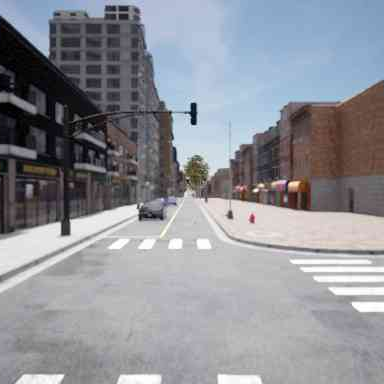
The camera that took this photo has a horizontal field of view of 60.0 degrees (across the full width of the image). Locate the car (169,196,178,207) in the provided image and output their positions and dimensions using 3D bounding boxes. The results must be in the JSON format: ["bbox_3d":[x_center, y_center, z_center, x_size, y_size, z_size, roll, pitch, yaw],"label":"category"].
[{"bbox_3d":[-3.121,1.356,48.689,1.812,1.442,4.674,0,0,0],"label":"car"}]

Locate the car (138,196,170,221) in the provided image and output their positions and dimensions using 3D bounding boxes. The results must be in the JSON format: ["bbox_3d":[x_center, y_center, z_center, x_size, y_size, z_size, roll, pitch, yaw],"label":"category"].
[{"bbox_3d":[-3.017,1.358,26.115,1.882,1.535,5.008,0,0,0],"label":"car"}]
